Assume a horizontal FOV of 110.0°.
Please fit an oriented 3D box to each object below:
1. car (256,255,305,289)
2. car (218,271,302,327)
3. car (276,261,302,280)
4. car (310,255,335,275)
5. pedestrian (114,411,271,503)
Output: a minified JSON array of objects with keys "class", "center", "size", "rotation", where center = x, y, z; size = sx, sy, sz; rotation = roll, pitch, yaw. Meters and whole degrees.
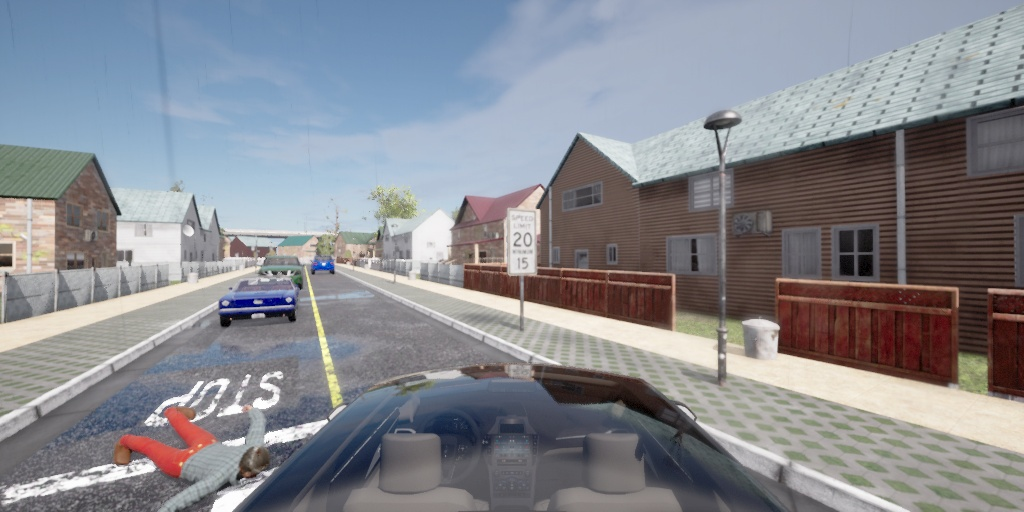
[{"class":"car","center":[-13.914,0.966,21.717],"size":[2.150,2.045,5.566],"rotation":[0,0,-30]},{"class":"car","center":[-8.138,1.348,11.836],"size":[1.895,1.301,4.718],"rotation":[0,0,-30]},{"class":"car","center":[-20.451,1.232,33.008],"size":[1.837,1.490,4.892],"rotation":[0,1,-30]},{"class":"car","center":[-20.632,0.947,39.079],"size":[2.150,2.045,5.566],"rotation":[0,0,-30]},{"class":"pedestrian","center":[-2.845,1.807,3.238],"size":[1.860,0.375,0.375],"rotation":[0,-7,19]}]
